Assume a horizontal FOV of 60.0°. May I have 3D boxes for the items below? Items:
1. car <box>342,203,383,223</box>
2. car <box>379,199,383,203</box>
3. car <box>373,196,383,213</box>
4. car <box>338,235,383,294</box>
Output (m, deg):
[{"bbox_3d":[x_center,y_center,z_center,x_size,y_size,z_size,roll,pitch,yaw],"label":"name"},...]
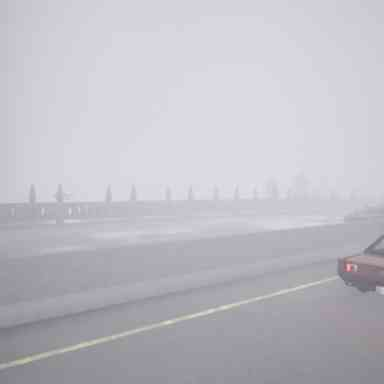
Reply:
[{"bbox_3d":[11.136,1.574,20.538,4.181,1.385,1.994,0,0,-36],"label":"car"},{"bbox_3d":[17.991,1.507,29.783,5.008,1.535,1.882,0,0,-36],"label":"car"},{"bbox_3d":[22.530,1.404,37.633,4.553,1.767,2.097,0,0,-40],"label":"car"},{"bbox_3d":[5.483,1.601,7.655,4.718,1.301,1.895,0,0,-35],"label":"car"}]
